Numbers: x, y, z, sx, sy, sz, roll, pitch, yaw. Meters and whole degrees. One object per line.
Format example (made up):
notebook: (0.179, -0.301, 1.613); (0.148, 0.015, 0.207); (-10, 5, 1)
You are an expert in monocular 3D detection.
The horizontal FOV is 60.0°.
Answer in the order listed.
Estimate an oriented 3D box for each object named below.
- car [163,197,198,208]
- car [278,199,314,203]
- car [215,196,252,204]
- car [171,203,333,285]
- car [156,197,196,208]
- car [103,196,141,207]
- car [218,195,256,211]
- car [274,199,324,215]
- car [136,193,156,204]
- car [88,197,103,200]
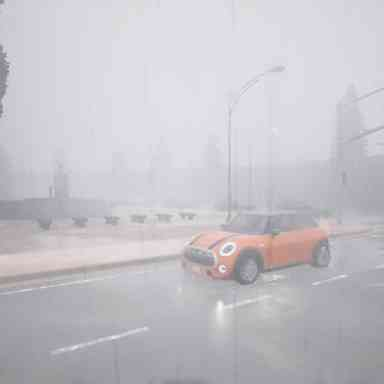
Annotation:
car: (-1.782, 1.478, 49.258); (5.008, 1.535, 1.882); (0, 0, 35)
car: (10.476, 1.526, 30.403); (1.812, 1.442, 4.674); (0, 0, -35)
car: (4.845, 1.547, 38.117); (2.033, 1.411, 5.357); (0, 0, -38)
car: (1.932, 1.352, 9.636); (4.553, 1.767, 2.097); (0, 0, -35)
car: (-2.136, 1.505, 45.165); (4.892, 1.490, 1.837); (0, 0, 38)
car: (-10.653, 1.601, 50.498); (4.718, 1.301, 1.895); (0, 0, 25)
car: (5.645, 1.352, 42.424); (2.097, 1.767, 4.553); (0, 0, -42)
car: (11.242, 1.505, 35.267); (1.837, 1.490, 4.892); (0, 0, -37)
car: (-9.154, 1.221, 61.281); (5.566, 2.045, 2.150); (0, 0, 22)
car: (-19.309, 1.601, 64.083); (4.718, 1.301, 1.895); (0, 0, 10)
